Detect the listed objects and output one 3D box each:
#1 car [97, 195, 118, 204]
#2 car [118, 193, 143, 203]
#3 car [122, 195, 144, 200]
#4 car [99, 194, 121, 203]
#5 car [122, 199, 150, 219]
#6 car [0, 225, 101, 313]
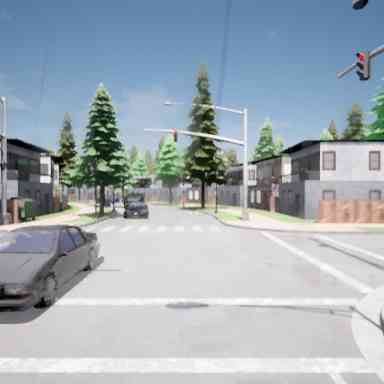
[{"bbox_3d":[-15.674,1.538,60.144,1.812,1.442,4.674,0,0,-36],"label":"car"},{"bbox_3d":[-10.411,1.189,58.497,2.150,2.045,5.566,0,0,-36],"label":"car"},{"bbox_3d":[-7.743,1.458,44.013,2.128,1.511,4.902,0,0,-19],"label":"car"},{"bbox_3d":[-16.529,1.319,66.839,2.097,1.767,4.553,0,0,-45],"label":"car"},{"bbox_3d":[-4.649,1.530,28.301,1.994,1.385,4.181,0,0,-5],"label":"car"},{"bbox_3d":[-3.683,1.541,8.107,2.033,1.411,5.357,0,0,-1],"label":"car"}]
